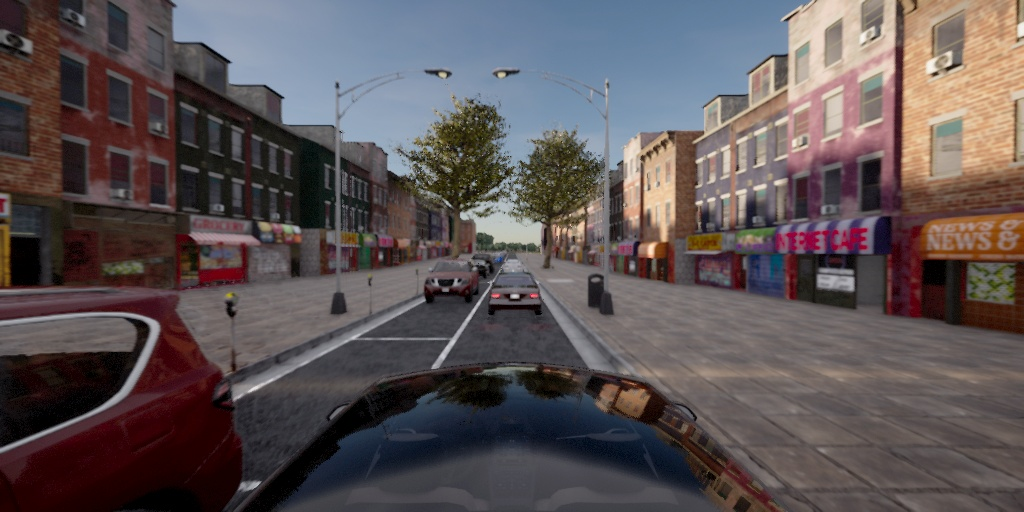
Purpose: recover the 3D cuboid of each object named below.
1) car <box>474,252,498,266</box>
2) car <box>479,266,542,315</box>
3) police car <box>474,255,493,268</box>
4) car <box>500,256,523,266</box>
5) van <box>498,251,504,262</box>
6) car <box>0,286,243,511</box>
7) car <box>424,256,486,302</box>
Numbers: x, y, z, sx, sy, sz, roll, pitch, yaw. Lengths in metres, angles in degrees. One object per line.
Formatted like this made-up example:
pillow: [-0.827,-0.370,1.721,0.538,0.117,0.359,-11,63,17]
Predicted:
car: [-2.987,0.703,37.811,2.150,2.045,5.566,0,1,0]
car: [0.094,1.281,13.569,2.033,1.411,5.357,0,0,0]
police car: [-3.014,0.994,30.895,1.930,1.638,5.238,0,1,0]
car: [0.093,1.051,34.138,1.812,1.442,4.674,0,1,0]
van: [-2.647,0.385,61.190,1.690,1.789,3.998,0,0,0]
car: [-2.639,1.062,0.174,2.192,1.841,5.009,0,0,0]
car: [-2.641,1.030,16.818,2.192,1.841,5.009,0,0,0]
